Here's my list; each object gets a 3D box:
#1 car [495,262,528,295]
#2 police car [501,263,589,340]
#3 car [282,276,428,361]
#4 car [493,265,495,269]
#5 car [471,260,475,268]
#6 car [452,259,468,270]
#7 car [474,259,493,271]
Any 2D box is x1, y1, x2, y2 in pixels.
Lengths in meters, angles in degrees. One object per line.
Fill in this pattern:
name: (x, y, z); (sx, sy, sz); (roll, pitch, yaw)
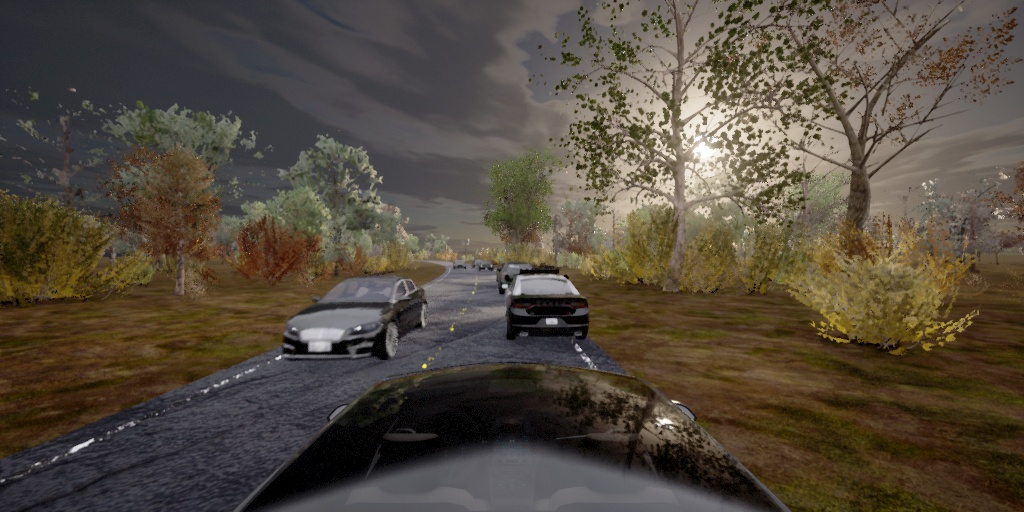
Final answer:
car: (0.269, 1.093, 20.044); (2.097, 1.767, 4.553); (0, 0, -4)
police car: (0.753, 1.171, 10.117); (1.930, 1.638, 5.238); (0, 0, -2)
car: (-3.255, 1.238, 8.405); (2.128, 1.511, 4.902); (0, 0, -2)
car: (-0.184, 1.244, 26.104); (1.837, 1.490, 4.892); (0, 0, -5)
car: (-5.656, 1.269, 59.243); (2.033, 1.411, 5.357); (0, 0, -11)
car: (-7.405, 1.234, 50.817); (1.837, 1.490, 4.892); (0, 0, -10)
car: (-3.546, 1.329, 47.003); (1.895, 1.301, 4.718); (0, 0, -9)
